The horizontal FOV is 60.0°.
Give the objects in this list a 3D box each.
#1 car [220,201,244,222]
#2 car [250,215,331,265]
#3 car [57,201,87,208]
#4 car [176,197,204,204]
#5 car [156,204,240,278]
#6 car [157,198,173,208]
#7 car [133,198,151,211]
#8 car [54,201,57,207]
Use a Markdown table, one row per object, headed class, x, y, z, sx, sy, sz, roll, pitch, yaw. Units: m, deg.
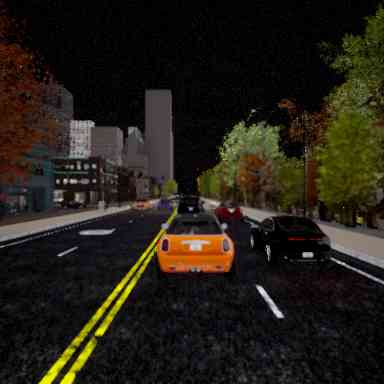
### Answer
| class | x | y | z | sx | sy | sz | roll | pitch | yaw |
| --- | --- | --- | --- | --- | --- | --- | --- | --- | --- |
| car | 3.110 | 1.559 | 28.603 | 2.097 | 1.767 | 4.553 | 0 | 0 | -1 |
| car | 3.328 | 1.591 | 12.003 | 1.837 | 1.490 | 4.892 | 0 | -1 | 0 |
| car | -20.676 | 2.242 | 58.511 | 4.313 | 1.339 | 1.947 | -1 | 1 | -1 |
| car | -0.131 | 1.425 | 28.228 | 2.150 | 2.045 | 5.566 | 0 | 0 | -1 |
| car | 0.085 | 1.430 | 10.586 | 2.097 | 1.767 | 4.553 | 0 | 0 | 0 |
| car | -3.823 | 1.697 | 47.860 | 2.097 | 1.767 | 4.553 | 0 | 0 | 0 |
| car | -7.071 | 1.695 | 47.544 | 2.097 | 1.767 | 4.553 | 0 | 0 | 0 |
| car | -29.145 | 2.301 | 66.887 | 4.403 | 1.369 | 2.008 | -1 | 1 | -1 |
